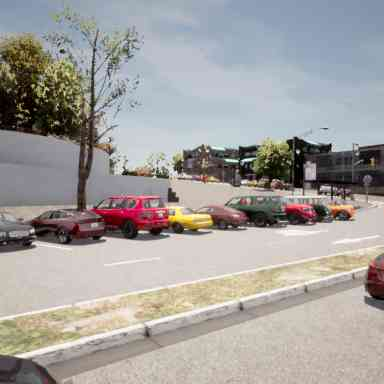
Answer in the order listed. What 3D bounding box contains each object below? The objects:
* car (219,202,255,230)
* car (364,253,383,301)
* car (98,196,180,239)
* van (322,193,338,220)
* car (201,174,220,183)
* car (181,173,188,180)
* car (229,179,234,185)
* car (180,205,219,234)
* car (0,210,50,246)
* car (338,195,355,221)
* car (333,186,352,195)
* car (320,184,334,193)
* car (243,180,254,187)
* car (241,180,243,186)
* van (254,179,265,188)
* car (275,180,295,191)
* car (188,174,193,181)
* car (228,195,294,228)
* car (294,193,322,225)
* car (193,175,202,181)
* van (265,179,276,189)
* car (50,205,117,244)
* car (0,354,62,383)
[{"bbox_3d":[1.209,1.549,21.036,4.674,1.452,2.002,-1,-1,35],"label":"car"},{"bbox_3d":[5.588,1.574,7.121,4.181,1.385,1.994,0,0,-34],"label":"car"},{"bbox_3d":[-3.718,1.248,17.582,5.566,2.045,2.435,-1,-1,35],"label":"car"},{"bbox_3d":[8.690,1.297,26.167,4.442,1.987,1.878,-1,-1,35],"label":"van"},{"bbox_3d":[5.359,-3.175,86.127,1.946,1.575,5.366,7,3,34],"label":"car"},{"bbox_3d":[-0.015,-4.084,93.323,2.185,1.767,4.553,4,1,33],"label":"car"},{"bbox_3d":[10.463,-2.316,78.615,2.002,1.452,4.674,7,3,35],"label":"car"},{"bbox_3d":[-1.398,1.503,19.409,5.366,1.575,1.946,-1,-1,35],"label":"car"},{"bbox_3d":[-8.584,1.493,14.092,4.892,1.521,2.231,-1,-1,35],"label":"car"},{"bbox_3d":[11.099,1.404,27.917,4.553,1.767,2.185,-1,-1,35],"label":"car"},{"bbox_3d":[25.996,0.137,56.406,2.002,1.452,4.674,7,3,35],"label":"car"},{"bbox_3d":[24.305,-0.425,58.879,2.435,2.045,5.566,7,3,35],"label":"car"},{"bbox_3d":[14.035,-1.811,73.832,1.946,1.575,5.366,7,3,35],"label":"car"},{"bbox_3d":[12.204,-2.042,76.153,2.002,1.452,4.674,7,4,35],"label":"car"},{"bbox_3d":[15.609,-1.763,71.100,1.878,1.987,4.442,7,4,35],"label":"van"},{"bbox_3d":[19.097,-0.991,66.266,2.231,1.521,4.892,7,3,35],"label":"car"},{"bbox_3d":[1.715,-3.849,90.853,2.185,1.767,4.553,6,3,34],"label":"car"},{"bbox_3d":[3.637,1.263,22.793,5.566,2.045,2.435,-1,-1,35],"label":"car"},{"bbox_3d":[6.151,1.267,24.498,5.566,2.045,2.435,-1,-1,35],"label":"car"},{"bbox_3d":[3.508,-3.698,88.386,2.435,2.045,5.566,7,3,34],"label":"car"},{"bbox_3d":[17.337,-1.490,68.629,1.878,1.987,4.442,7,4,35],"label":"van"},{"bbox_3d":[-6.163,1.524,15.838,4.792,1.488,2.163,-1,-1,35],"label":"car"},{"bbox_3d":[-2.855,1.504,1.097,4.892,1.490,1.837,0,0,-35],"label":"car"}]
